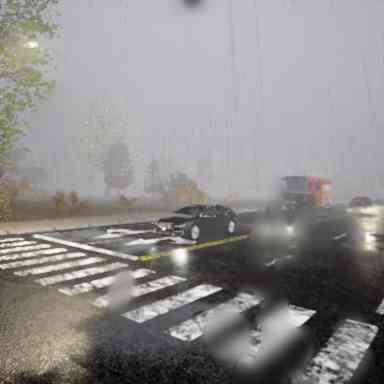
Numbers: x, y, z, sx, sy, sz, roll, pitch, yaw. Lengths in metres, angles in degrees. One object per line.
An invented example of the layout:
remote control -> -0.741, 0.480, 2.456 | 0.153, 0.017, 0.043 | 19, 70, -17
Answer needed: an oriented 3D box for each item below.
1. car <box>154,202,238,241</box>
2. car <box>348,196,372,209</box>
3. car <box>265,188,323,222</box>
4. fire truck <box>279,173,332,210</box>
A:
car -> 0.346, 1.266, 15.474 | 1.837, 1.490, 4.892 | 2, 1, 38
car -> 21.157, 1.242, 41.771 | 1.882, 1.535, 5.008 | 2, 1, 39
car -> 7.395, 0.980, 24.414 | 2.150, 2.045, 5.566 | 2, 2, 38
fire truck -> 12.371, 0.003, 35.799 | 2.891, 3.827, 8.468 | 2, 1, 38
